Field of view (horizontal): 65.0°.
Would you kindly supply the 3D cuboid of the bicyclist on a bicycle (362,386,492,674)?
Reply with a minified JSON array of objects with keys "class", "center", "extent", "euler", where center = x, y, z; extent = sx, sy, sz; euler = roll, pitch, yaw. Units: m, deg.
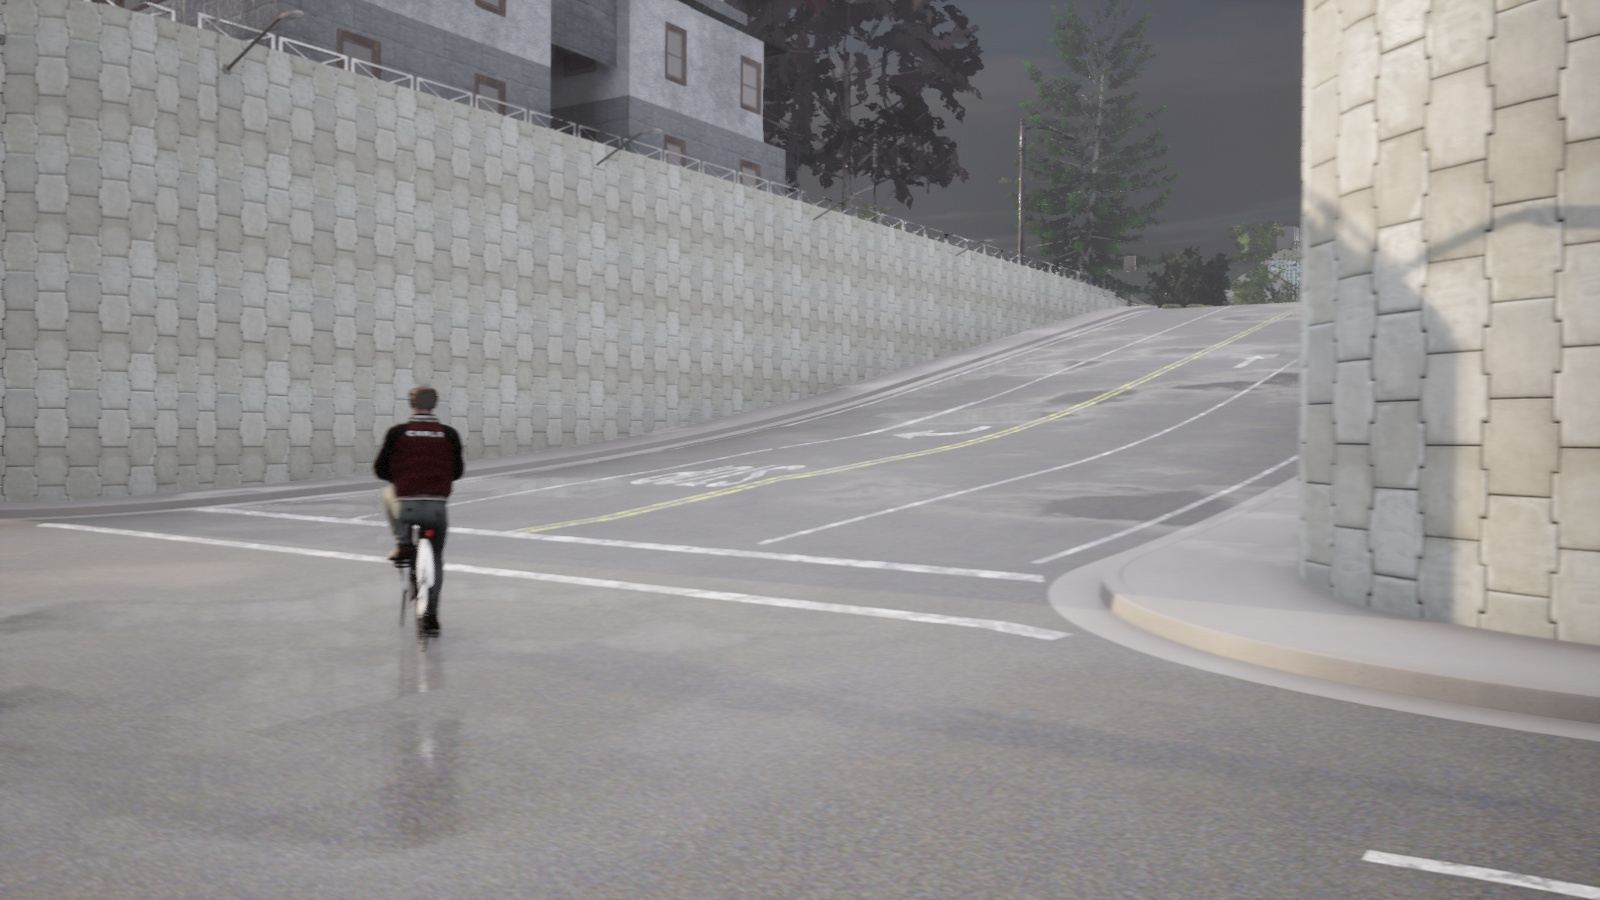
[{"class":"bicyclist on a bicycle","center":[-2.630,0.486,8.721],"extent":[0.659,1.776,1.843],"euler":[1,1,-22]}]
